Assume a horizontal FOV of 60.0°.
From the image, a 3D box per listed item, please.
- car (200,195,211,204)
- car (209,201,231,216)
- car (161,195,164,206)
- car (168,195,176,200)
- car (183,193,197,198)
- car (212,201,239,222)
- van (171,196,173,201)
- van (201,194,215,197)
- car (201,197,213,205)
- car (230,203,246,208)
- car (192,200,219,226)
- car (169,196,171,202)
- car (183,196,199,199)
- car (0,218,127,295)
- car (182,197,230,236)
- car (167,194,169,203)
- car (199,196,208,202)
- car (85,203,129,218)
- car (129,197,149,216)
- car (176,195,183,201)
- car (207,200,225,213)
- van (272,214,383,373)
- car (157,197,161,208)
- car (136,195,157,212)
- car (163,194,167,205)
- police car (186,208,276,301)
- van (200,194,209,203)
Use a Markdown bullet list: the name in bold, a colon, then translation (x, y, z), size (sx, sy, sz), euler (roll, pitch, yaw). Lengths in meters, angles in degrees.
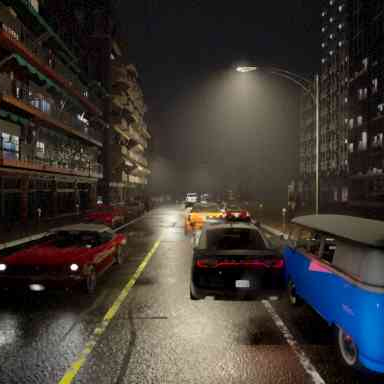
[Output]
- **car**: translation (2.678, 1.488, 66.185), size (1.967, 1.590, 4.097), euler (0, 0, 0)
- **car**: translation (2.682, 1.594, 33.026), size (1.802, 1.307, 4.206), euler (0, 0, 0)
- **car**: translation (-5.699, 1.577, 49.606), size (2.008, 1.369, 4.403), euler (0, 0, 0)
- **car**: translation (-5.703, 1.662, 93.817), size (1.947, 1.339, 4.313), euler (0, 0, 0)
- **car**: translation (-0.004, 1.258, 57.888), size (2.150, 2.045, 5.566), euler (0, 0, 0)
- **car**: translation (2.682, 1.534, 27.669), size (1.752, 1.417, 4.829), euler (0, 0, 0)
- **van**: translation (-5.703, 1.398, 71.712), size (1.690, 1.788, 3.998), euler (0, 0, 0)
- **van**: translation (2.679, 1.367, 49.606), size (1.690, 1.788, 3.998), euler (0, 0, 0)
- **car**: translation (2.680, 1.605, 60.659), size (1.947, 1.339, 4.313), euler (0, 0, 0)
- **car**: translation (2.682, 1.445, 21.972), size (1.967, 1.590, 4.097), euler (0, 0, 0)
- **car**: translation (0.884, 1.463, 24.583), size (1.801, 1.575, 5.366), euler (0, 0, 0)
- **car**: translation (-5.701, 1.592, 66.185), size (1.887, 1.381, 4.507), euler (0, 0, 0)
- **car**: translation (0.016, 1.622, 45.048), size (1.895, 1.301, 4.718), euler (0, 0, 1)
- **car**: translation (-3.104, 1.601, 8.854), size (1.895, 1.301, 4.718), euler (0, 0, 0)
- **car**: translation (0.759, 1.355, 18.403), size (2.097, 1.767, 4.553), euler (0, 0, 3)
- **car**: translation (-5.700, 1.605, 60.658), size (1.947, 1.339, 4.313), euler (0, 0, 0)
- **car**: translation (2.678, 1.591, 77.408), size (1.752, 1.417, 4.829), euler (0, 0, 0)
- **car**: translation (-5.698, 1.550, 21.972), size (1.887, 1.381, 4.507), euler (0, 0, 0)
- **car**: translation (-5.699, 1.537, 32.856), size (1.752, 1.417, 4.829), euler (0, 0, 0)
- **car**: translation (-3.006, 1.430, 84.029), size (2.097, 1.767, 4.553), euler (0, 0, 0)
- **car**: translation (2.681, 1.598, 38.552), size (1.802, 1.307, 4.206), euler (0, 0, 0)
- **van**: translation (2.683, 1.341, 5.392), size (1.690, 1.788, 3.998), euler (0, 0, 0)
- **car**: translation (-5.699, 1.571, 44.079), size (2.008, 1.369, 4.403), euler (0, 0, 0)
- **car**: translation (-5.701, 1.331, 38.552), size (2.192, 1.841, 5.009), euler (0, 0, 0)
- **car**: translation (-5.701, 1.473, 55.131), size (1.967, 1.590, 4.097), euler (0, 0, 0)
- **police car**: translation (0.899, 1.425, 8.500), size (1.930, 1.638, 5.238), euler (0, 0, 0)
- **van**: translation (2.677, 1.398, 71.713), size (1.690, 1.788, 3.998), euler (0, 0, 0)
